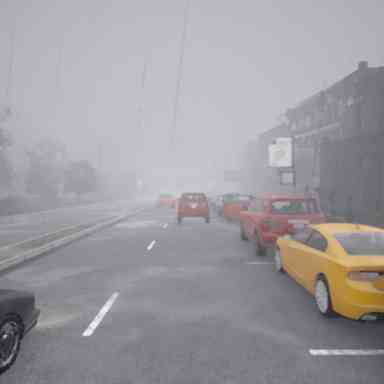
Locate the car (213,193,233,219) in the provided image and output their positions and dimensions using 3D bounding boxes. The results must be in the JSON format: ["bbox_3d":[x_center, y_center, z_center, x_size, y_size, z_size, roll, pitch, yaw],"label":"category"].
[{"bbox_3d":[3.230,1.112,29.396,2.185,1.767,4.553,0,0,0],"label":"car"}]

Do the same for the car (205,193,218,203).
[{"bbox_3d":[3.233,1.007,57.112,1.946,1.575,5.366,0,0,0],"label":"car"}]

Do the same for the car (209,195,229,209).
[{"bbox_3d":[3.232,1.187,40.351,2.002,1.452,4.674,0,0,0],"label":"car"}]

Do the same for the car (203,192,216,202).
[{"bbox_3d":[3.236,0.841,62.421,2.185,1.767,4.553,0,0,0],"label":"car"}]

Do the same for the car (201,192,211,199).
[{"bbox_3d":[3.226,0.831,79.022,2.231,1.521,4.892,0,0,0],"label":"car"}]

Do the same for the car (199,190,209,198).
[{"bbox_3d":[3.219,0.486,90.230,2.435,2.045,5.566,0,0,0],"label":"car"}]

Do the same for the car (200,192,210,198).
[{"bbox_3d":[3.224,0.785,84.548,2.231,1.521,4.892,0,0,0],"label":"car"}]

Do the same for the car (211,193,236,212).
[{"bbox_3d":[3.230,1.066,34.920,2.185,1.767,4.553,0,0,0],"label":"car"}]

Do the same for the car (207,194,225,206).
[{"bbox_3d":[3.232,1.103,45.871,2.231,1.521,4.892,0,0,0],"label":"car"}]

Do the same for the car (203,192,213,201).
[{"bbox_3d":[3.235,0.916,68.165,1.946,1.575,5.366,0,0,0],"label":"car"}]

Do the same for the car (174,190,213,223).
[{"bbox_3d":[0.101,1.022,24.019,2.150,2.045,5.566,0,0,0],"label":"car"}]

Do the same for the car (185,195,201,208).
[{"bbox_3d":[0.107,1.133,41.777,1.882,1.535,5.008,0,0,0],"label":"car"}]

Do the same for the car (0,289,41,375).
[{"bbox_3d":[-3.150,1.526,2.424,2.033,1.411,5.357,0,0,0],"label":"car"}]

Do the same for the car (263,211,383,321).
[{"bbox_3d":[3.226,1.419,7.323,2.097,1.535,5.008,0,0,0],"label":"car"}]

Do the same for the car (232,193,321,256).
[{"bbox_3d":[3.227,1.123,12.754,2.435,2.045,5.566,0,0,0],"label":"car"}]

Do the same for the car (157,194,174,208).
[{"bbox_3d":[-3.144,1.012,41.286,2.097,1.767,4.553,0,0,0],"label":"car"}]
